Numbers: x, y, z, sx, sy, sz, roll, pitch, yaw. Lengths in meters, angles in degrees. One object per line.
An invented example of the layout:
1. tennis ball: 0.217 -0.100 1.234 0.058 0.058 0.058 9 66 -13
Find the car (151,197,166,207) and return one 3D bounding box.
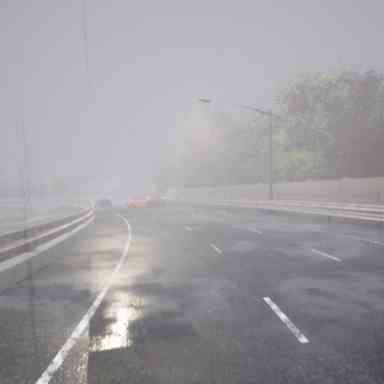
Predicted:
1. car: -5.637 1.555 51.675 2.128 1.511 4.902 0 0 -27

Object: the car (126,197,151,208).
1. car: -8.154 1.445 48.854 2.097 1.767 4.553 -1 0 -26

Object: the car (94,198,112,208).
1. car: -14.122 1.667 52.676 1.837 1.490 4.892 0 0 -30
